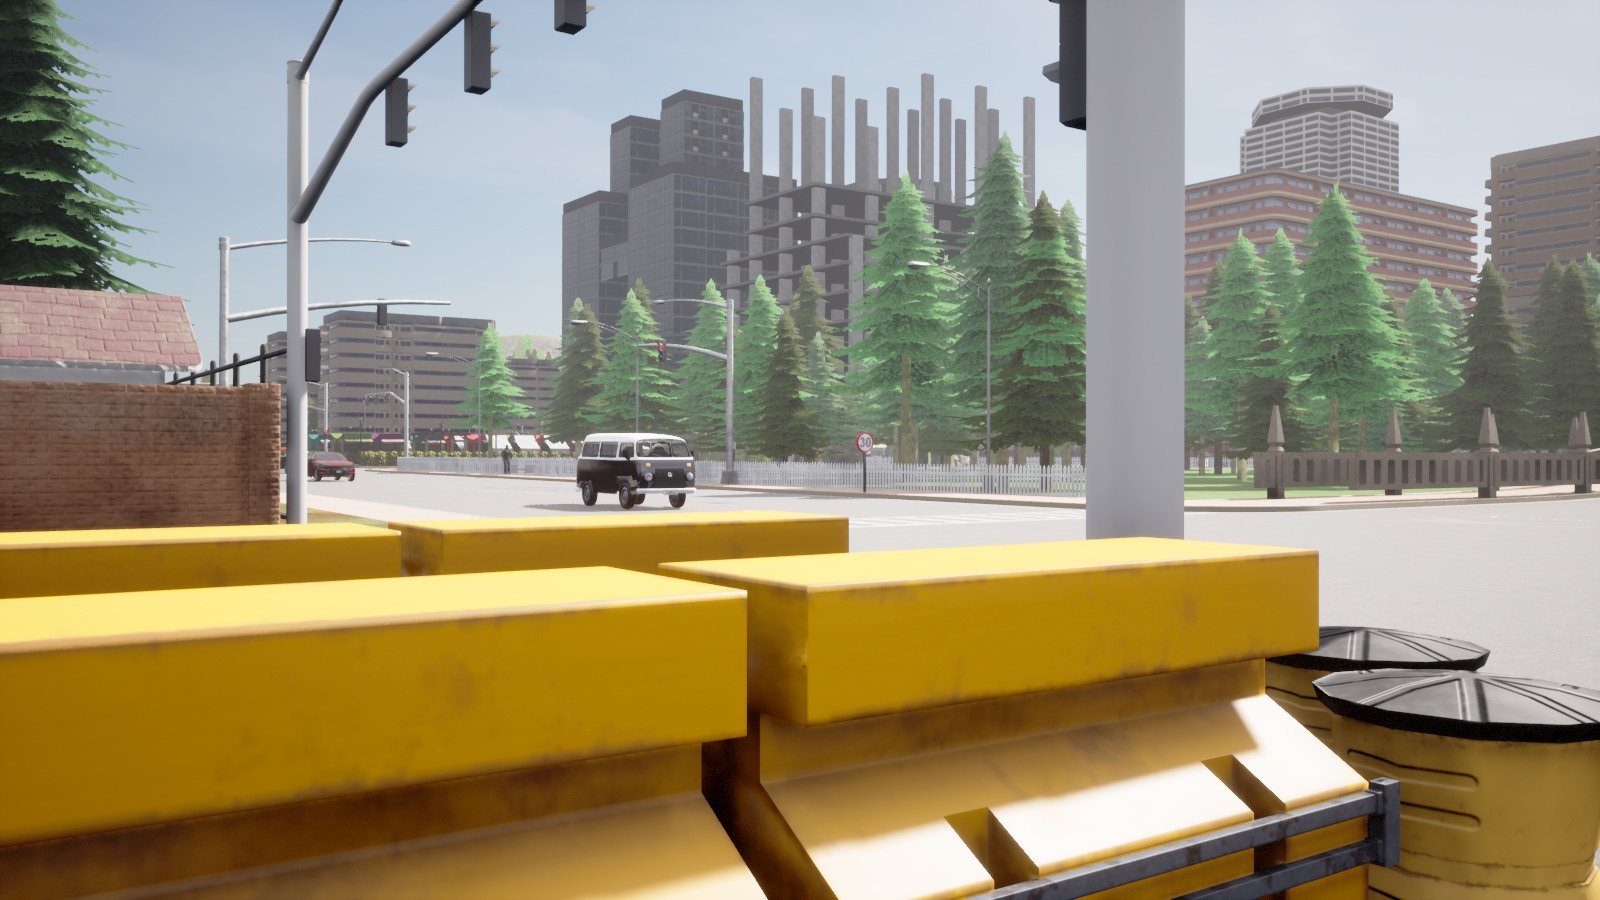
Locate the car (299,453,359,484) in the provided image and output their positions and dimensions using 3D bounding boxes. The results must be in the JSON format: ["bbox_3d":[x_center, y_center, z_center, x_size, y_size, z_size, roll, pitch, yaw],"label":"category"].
[{"bbox_3d":[-24.405,0.933,64.927,1.882,1.535,5.008,0,0,-33],"label":"car"}]

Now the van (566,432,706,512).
[{"bbox_3d":[-4.568,0.562,34.452,2.069,2.038,4.480,0,0,-33],"label":"van"}]

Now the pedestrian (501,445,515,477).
[{"bbox_3d":[-17.262,0.621,74.160,0.563,1.883,0.849,0,0,-33],"label":"pedestrian"}]
